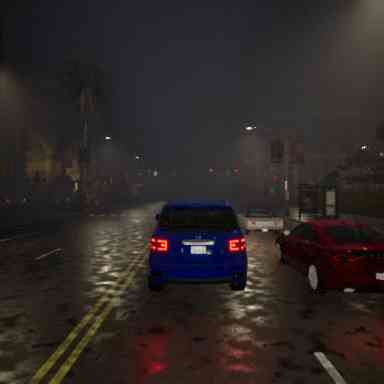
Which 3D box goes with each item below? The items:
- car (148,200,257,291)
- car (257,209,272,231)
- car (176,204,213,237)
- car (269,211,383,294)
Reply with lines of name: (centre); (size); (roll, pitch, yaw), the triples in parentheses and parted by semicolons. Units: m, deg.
car: (0.121, 1.221, 9.157); (2.150, 2.045, 5.566); (0, 0, 0)
car: (3.644, 1.601, 18.788); (1.895, 1.301, 4.718); (0, 0, 0)
car: (0.146, 1.505, 19.019); (1.837, 1.490, 4.892); (0, 0, 0)
car: (3.632, 1.478, 8.804); (1.882, 1.535, 5.008); (0, -1, 0)
